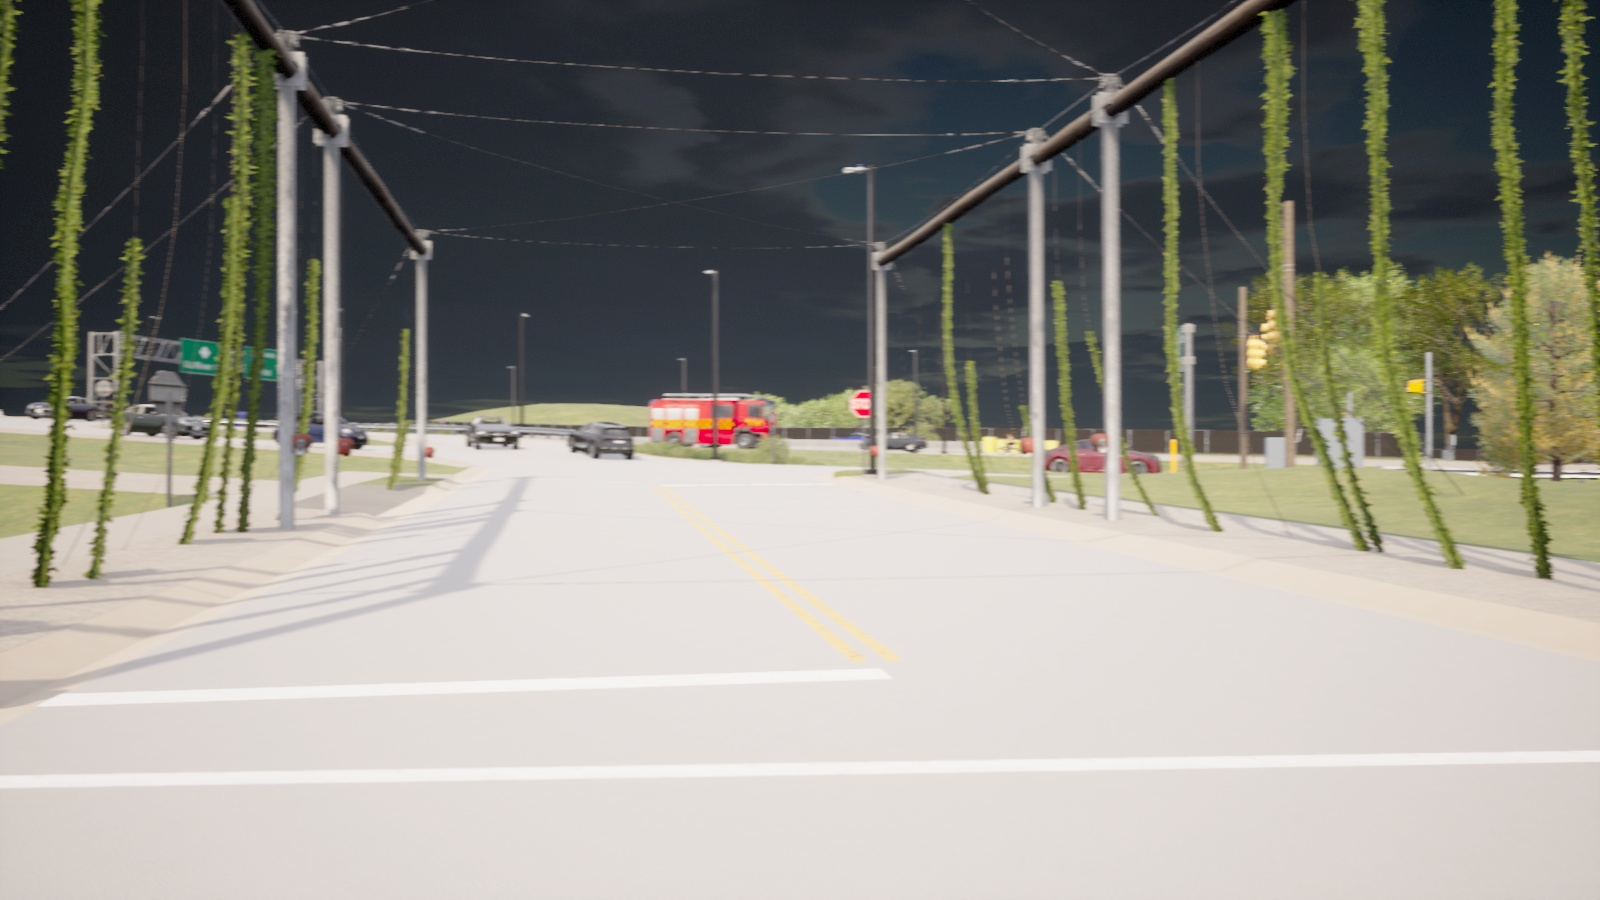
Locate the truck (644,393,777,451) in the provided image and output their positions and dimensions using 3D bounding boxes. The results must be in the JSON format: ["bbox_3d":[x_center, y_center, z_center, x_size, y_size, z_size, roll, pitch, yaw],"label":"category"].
[{"bbox_3d":[-6.044,-1.876,85.049,8.468,3.827,2.891,1,0,15],"label":"truck"}]

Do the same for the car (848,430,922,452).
[{"bbox_3d":[6.019,-0.617,89.040,4.902,1.511,2.128,1,0,15],"label":"car"}]

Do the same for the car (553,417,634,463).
[{"bbox_3d":[-9.601,-0.478,58.111,2.033,1.649,4.856,1,6,-30],"label":"car"}]

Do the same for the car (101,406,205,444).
[{"bbox_3d":[-29.270,-1.114,56.856,3.806,1.475,1.970,3,1,16],"label":"car"}]

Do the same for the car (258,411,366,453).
[{"bbox_3d":[-21.203,-0.775,54.631,3.988,1.617,1.851,3,0,14],"label":"car"}]

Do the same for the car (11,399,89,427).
[{"bbox_3d":[-44.444,-2.188,74.498,1.970,1.475,3.806,3,1,8],"label":"car"}]

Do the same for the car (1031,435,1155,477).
[{"bbox_3d":[10.384,0.198,44.503,4.181,1.385,1.994,1,0,15],"label":"car"}]

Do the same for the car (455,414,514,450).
[{"bbox_3d":[-15.855,-0.944,62.965,2.152,1.651,5.027,-1,3,-22],"label":"car"}]
